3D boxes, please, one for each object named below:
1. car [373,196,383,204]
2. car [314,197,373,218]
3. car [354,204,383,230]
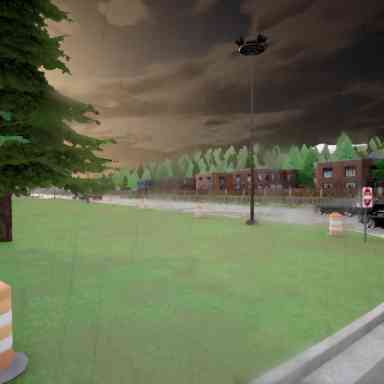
[{"bbox_3d":[17.967,1.223,29.646,2.150,2.045,5.566,0,0,-30],"label":"car"},{"bbox_3d":[13.486,1.352,30.456,2.097,1.767,4.553,0,0,-30],"label":"car"},{"bbox_3d":[12.055,1.601,18.783,1.895,1.301,4.718,0,0,-30],"label":"car"}]
